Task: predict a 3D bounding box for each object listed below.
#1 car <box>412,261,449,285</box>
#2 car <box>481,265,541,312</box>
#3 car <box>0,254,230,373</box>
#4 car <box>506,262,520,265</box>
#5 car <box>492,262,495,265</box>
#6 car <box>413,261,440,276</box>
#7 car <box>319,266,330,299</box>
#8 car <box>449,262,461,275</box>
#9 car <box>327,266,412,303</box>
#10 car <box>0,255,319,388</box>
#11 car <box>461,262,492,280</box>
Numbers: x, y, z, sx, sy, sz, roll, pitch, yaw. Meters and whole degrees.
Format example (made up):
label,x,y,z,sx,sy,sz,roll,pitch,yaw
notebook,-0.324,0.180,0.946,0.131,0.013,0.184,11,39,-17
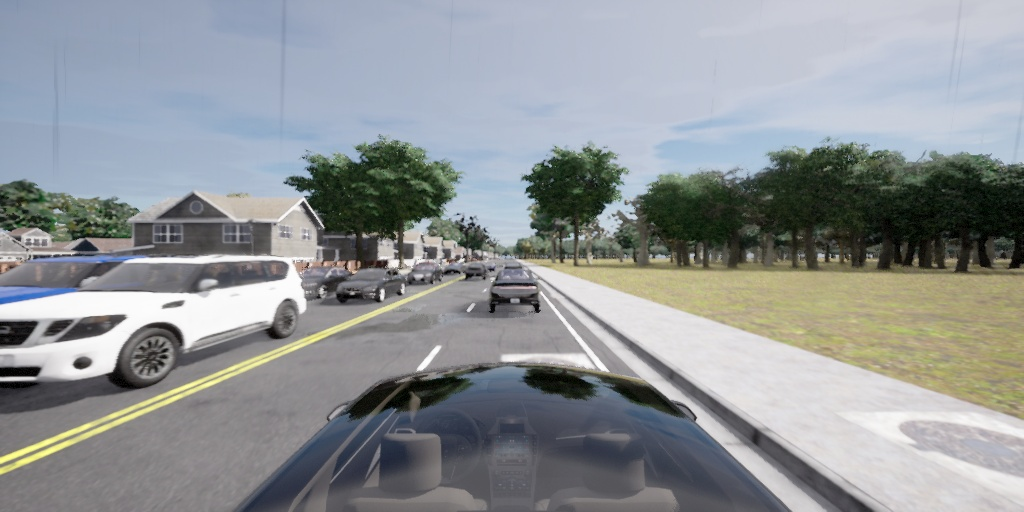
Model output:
label,x,y,z,sx,sy,sz,roll,pitch,yaw
car,-6.543,1.326,27.534,2.128,1.511,4.902,0,0,0
car,0.104,1.284,14.421,2.128,1.511,4.902,0,0,0
car,-9.837,0.994,8.352,2.150,2.045,5.566,0,0,0
car,0.109,1.340,36.390,1.882,1.535,5.008,0,0,0
car,-3.142,1.505,49.020,1.895,1.301,4.718,0,0,0
car,-9.744,1.358,41.138,1.882,1.535,5.008,0,0,0
car,-9.784,1.297,18.409,2.128,1.511,4.902,0,0,1
car,-6.490,1.427,41.556,2.033,1.411,5.357,0,0,0
car,-6.548,1.306,17.181,1.837,1.490,4.892,0,0,1
car,-6.594,0.990,7.313,2.150,2.045,5.566,0,0,0
car,-3.142,1.357,32.626,1.837,1.490,4.892,0,0,0
